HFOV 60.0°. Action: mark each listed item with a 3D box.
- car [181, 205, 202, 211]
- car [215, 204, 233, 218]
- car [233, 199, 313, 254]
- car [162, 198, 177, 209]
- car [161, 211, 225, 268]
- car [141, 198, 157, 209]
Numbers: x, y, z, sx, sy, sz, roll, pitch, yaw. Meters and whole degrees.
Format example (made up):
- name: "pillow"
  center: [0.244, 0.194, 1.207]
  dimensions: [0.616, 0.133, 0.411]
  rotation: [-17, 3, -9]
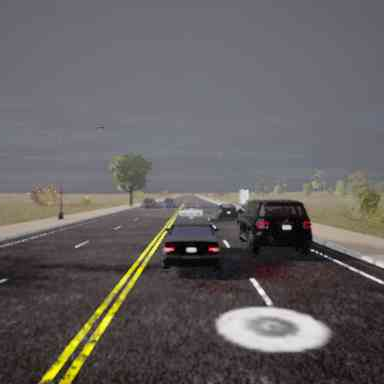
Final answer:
- name: "car"
  center: [-0.055, 1.787, 28.783]
  dimensions: [1.895, 1.301, 4.718]
  rotation: [0, 0, 0]
- name: "car"
  center: [3.198, 1.763, 30.885]
  dimensions: [1.994, 1.385, 4.181]
  rotation: [0, 0, 0]
- name: "car"
  center: [3.259, 1.316, 14.087]
  dimensions: [2.150, 2.045, 5.566]
  rotation: [0, 0, 0]
- name: "car"
  center: [-3.544, 1.687, 52.749]
  dimensions: [2.097, 1.767, 4.553]
  rotation: [0, 0, 0]
- name: "car"
  center: [-0.001, 1.623, 11.487]
  dimensions: [2.033, 1.411, 5.357]
  rotation: [0, 0, 0]
- name: "car"
  center: [-6.792, 1.687, 52.707]
  dimensions: [2.097, 1.767, 4.553]
  rotation: [0, 0, 0]
